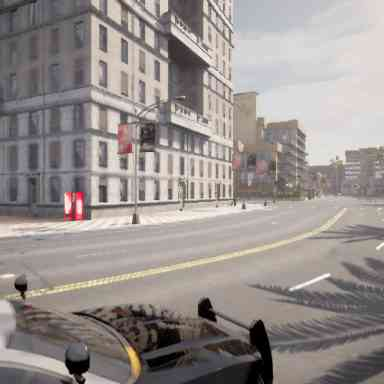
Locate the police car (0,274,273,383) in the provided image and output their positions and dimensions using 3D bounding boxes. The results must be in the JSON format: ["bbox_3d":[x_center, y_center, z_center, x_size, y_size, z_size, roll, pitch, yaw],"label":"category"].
[{"bbox_3d":[-1.554,1.416,2.171,5.238,1.638,1.930,0,0,-36],"label":"police car"}]
